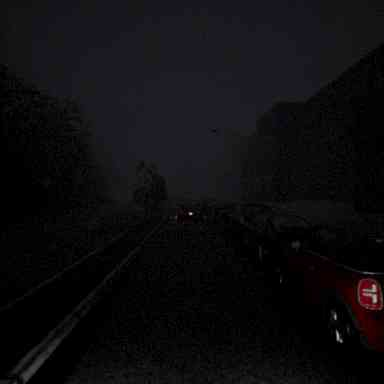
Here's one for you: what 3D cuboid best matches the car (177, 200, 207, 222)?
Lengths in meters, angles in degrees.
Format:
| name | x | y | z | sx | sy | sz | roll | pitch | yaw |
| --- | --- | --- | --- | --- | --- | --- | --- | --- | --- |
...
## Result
| name | x | y | z | sx | sy | sz | roll | pitch | yaw |
| --- | --- | --- | --- | --- | --- | --- | --- | --- | --- |
| car | -0.164 | 1.582 | 26.583 | 1.994 | 1.385 | 4.181 | 0 | 0 | -2 |

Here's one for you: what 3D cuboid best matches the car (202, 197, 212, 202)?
| name | x | y | z | sx | sy | sz | roll | pitch | yaw |
| --- | --- | --- | --- | --- | --- | --- | --- | --- | --- |
| car | 2.519 | 1.543 | 34.220 | 2.002 | 1.452 | 4.674 | 0 | 0 | -3 |

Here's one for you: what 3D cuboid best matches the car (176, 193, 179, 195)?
| name | x | y | z | sx | sy | sz | roll | pitch | yaw |
| --- | --- | --- | --- | --- | --- | --- | --- | --- | --- |
| car | -2.032 | 1.432 | 78.665 | 1.946 | 1.575 | 5.366 | 0 | 0 | -9 |

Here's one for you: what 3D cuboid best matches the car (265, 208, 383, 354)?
| name | x | y | z | sx | sy | sz | roll | pitch | yaw |
| --- | --- | --- | --- | --- | --- | --- | --- | --- | --- |
| car | 3.050 | 1.364 | 6.294 | 2.185 | 1.767 | 4.553 | 0 | 0 | 0 |

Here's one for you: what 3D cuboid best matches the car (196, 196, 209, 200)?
| name | x | y | z | sx | sy | sz | roll | pitch | yaw |
| --- | --- | --- | --- | --- | --- | --- | --- | --- | --- |
| car | 1.837 | 1.373 | 45.302 | 2.185 | 1.767 | 4.553 | 0 | 0 | -4 |

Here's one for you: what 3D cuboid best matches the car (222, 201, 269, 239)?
| name | x | y | z | sx | sy | sz | roll | pitch | yaw |
| --- | --- | --- | --- | --- | --- | --- | --- | --- | --- |
| car | 3.052 | 1.373 | 17.392 | 2.185 | 1.767 | 4.553 | 1 | 0 | 0 |

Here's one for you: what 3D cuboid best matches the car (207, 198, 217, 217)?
| name | x | y | z | sx | sy | sz | roll | pitch | yaw |
| --- | --- | --- | --- | --- | --- | --- | --- | --- | --- |
| car | 2.761 | 1.533 | 28.696 | 2.163 | 1.488 | 4.792 | 0 | 0 | -2 |

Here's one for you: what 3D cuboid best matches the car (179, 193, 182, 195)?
| name | x | y | z | sx | sy | sz | roll | pitch | yaw |
| --- | --- | --- | --- | --- | --- | --- | --- | --- | --- |
| car | -1.184 | 1.451 | 73.165 | 1.946 | 1.575 | 5.366 | 0 | 0 | -8 |

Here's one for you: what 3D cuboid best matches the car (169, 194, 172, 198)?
| name | x | y | z | sx | sy | sz | roll | pitch | yaw |
| --- | --- | --- | --- | --- | --- | --- | --- | --- | --- |
| car | -3.983 | 1.382 | 89.447 | 2.231 | 1.521 | 4.892 | 0 | 0 | -11 |

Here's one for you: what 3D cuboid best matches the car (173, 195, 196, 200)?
| name | x | y | z | sx | sy | sz | roll | pitch | yaw |
| --- | --- | --- | --- | --- | --- | --- | --- | --- | --- |
| car | -1.002 | 1.504 | 42.912 | 2.128 | 1.511 | 4.902 | 0 | 0 | -4 |

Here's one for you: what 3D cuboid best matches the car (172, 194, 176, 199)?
| name | x | y | z | sx | sy | sz | roll | pitch | yaw |
| --- | --- | --- | --- | --- | --- | --- | --- | --- | --- |
| car | -2.957 | 1.160 | 83.994 | 2.435 | 2.045 | 5.566 | 0 | 0 | -10 |

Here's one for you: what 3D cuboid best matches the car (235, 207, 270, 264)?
| name | x | y | z | sx | sy | sz | roll | pitch | yaw |
| --- | --- | --- | --- | --- | --- | --- | --- | --- | --- |
| car | 3.051 | 1.495 | 11.865 | 2.231 | 1.521 | 4.892 | 0 | 0 | 0 |

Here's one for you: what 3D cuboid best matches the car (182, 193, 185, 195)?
| name | x | y | z | sx | sy | sz | roll | pitch | yaw |
| --- | --- | --- | --- | --- | --- | --- | --- | --- | --- |
| car | -0.411 | 1.468 | 67.463 | 2.097 | 1.535 | 5.008 | 0 | 0 | -7 |

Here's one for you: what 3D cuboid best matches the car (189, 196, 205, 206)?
| name | x | y | z | sx | sy | sz | roll | pitch | yaw |
| --- | --- | --- | --- | --- | --- | --- | --- | --- | --- |
| car | 0.846 | 1.488 | 56.404 | 2.231 | 1.521 | 4.892 | 0 | 0 | -5 |

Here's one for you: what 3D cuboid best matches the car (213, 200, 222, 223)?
| name | x | y | z | sx | sy | sz | roll | pitch | yaw |
| --- | --- | --- | --- | --- | --- | --- | --- | --- | --- |
| car | 2.936 | 1.531 | 23.014 | 2.163 | 1.488 | 4.792 | 0 | 0 | -1 |
